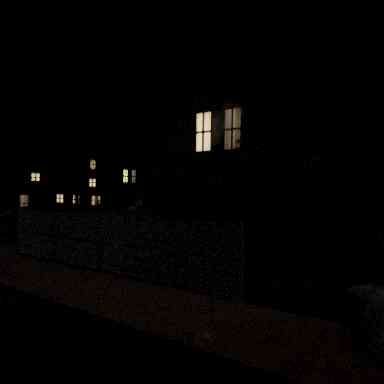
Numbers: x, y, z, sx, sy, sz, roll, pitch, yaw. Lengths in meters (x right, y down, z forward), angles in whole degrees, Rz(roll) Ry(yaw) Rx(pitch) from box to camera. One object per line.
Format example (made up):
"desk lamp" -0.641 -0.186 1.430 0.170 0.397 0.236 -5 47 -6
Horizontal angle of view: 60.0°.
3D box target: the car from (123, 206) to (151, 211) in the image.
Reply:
"car" -5.218 1.991 30.579 1.812 1.442 4.674 2 0 36

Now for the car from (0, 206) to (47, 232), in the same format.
"car" -11.310 1.719 22.329 1.882 1.535 5.008 2 0 37
